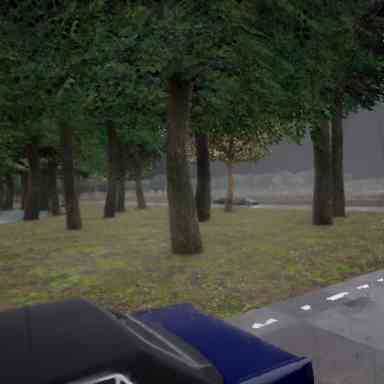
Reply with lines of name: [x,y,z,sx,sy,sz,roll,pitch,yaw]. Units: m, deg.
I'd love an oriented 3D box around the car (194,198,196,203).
car: [-0.426,1.842,69.215,1.895,1.301,4.718,-2,0,-35]

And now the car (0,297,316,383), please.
car: [-1.398,1.601,2.074,4.718,1.301,1.895,-1,1,-36]

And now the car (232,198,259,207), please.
car: [8.431,1.593,51.761,1.994,1.385,4.181,-2,0,-35]

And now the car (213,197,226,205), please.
car: [5.973,1.619,60.214,2.033,1.411,5.357,-2,0,-35]
